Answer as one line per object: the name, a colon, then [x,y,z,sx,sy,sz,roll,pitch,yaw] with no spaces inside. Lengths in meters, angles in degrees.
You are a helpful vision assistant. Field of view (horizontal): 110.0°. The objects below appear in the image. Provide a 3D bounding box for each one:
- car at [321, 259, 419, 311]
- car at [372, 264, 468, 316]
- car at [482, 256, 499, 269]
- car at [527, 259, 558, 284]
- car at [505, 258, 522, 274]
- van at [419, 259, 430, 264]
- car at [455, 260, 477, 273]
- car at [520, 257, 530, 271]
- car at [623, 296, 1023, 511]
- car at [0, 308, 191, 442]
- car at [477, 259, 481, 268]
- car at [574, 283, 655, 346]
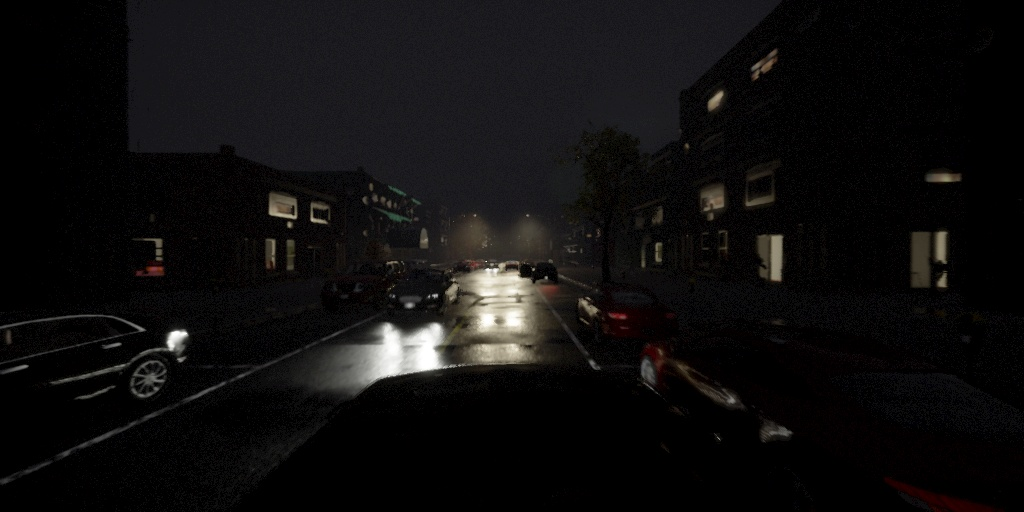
car: [-5.687,1.057,14.673,2.192,1.841,5.009,0,0,0]
car: [-3.100,1.235,13.300,2.128,1.511,4.902,0,0,0]
car: [-3.047,1.205,56.645,2.128,1.511,4.902,0,0,1]
car: [2.355,1.239,27.050,1.837,1.490,4.892,0,0,0]
car: [0.021,1.320,48.880,1.895,1.301,4.718,0,0,0]
van: [-5.688,1.080,20.221,1.690,1.789,3.998,0,0,0]
car: [-5.687,1.164,42.415,1.967,1.591,4.097,0,0,0]
car: [2.693,1.277,59.062,1.948,1.339,4.313,0,0,0]
car: [2.693,1.331,3.578,1.802,1.307,4.207,0,0,0]
car: [-5.687,1.300,3.576,2.007,1.370,4.403,0,0,0]
car: [-5.687,1.265,47.963,1.888,1.381,4.507,0,0,0]
car: [2.694,1.327,9.127,1.802,1.307,4.207,0,0,0]
